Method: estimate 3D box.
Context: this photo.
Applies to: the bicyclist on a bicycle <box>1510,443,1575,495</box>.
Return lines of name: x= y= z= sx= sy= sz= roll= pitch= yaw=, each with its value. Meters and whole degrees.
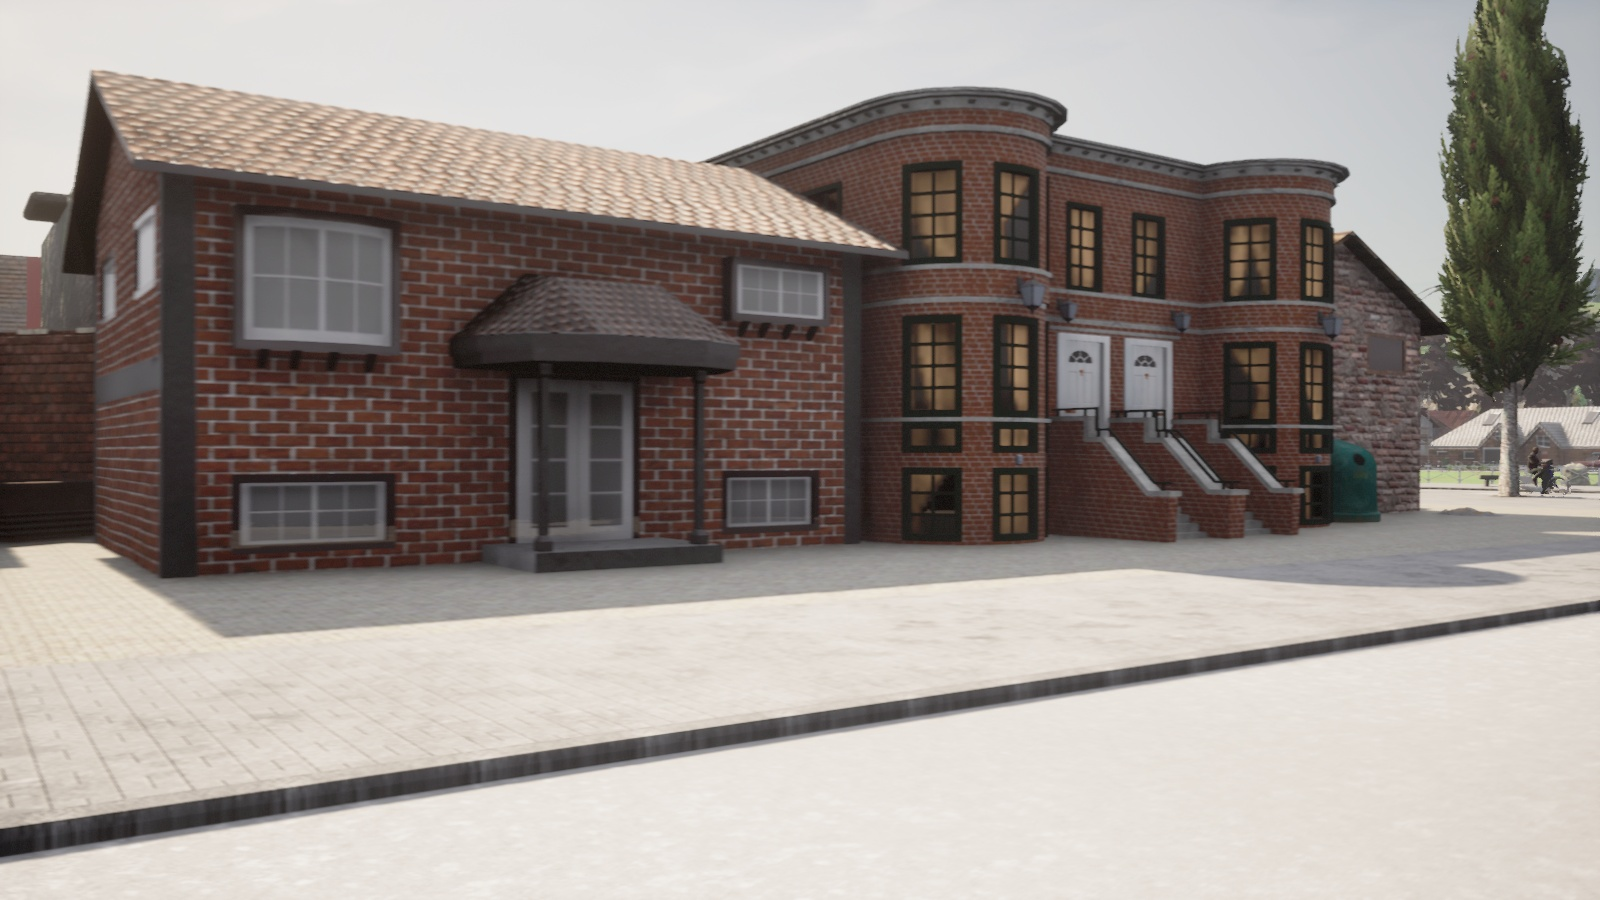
bicyclist on a bicycle: x=25.961 y=0.668 z=43.941 sx=0.659 sy=1.776 sz=1.843 roll=0 pitch=0 yaw=-35
